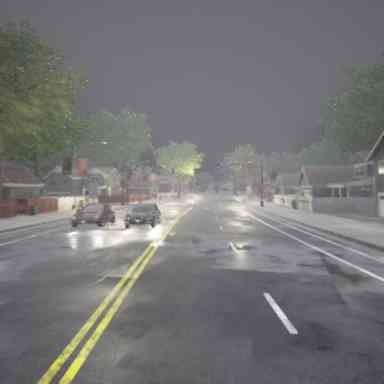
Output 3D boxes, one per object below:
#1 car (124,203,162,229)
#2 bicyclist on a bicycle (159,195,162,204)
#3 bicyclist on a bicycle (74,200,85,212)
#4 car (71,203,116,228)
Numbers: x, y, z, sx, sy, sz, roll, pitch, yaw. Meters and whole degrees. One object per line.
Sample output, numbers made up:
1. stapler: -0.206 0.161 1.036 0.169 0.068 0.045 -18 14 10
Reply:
1. car: -3.095 1.477 21.745 1.837 1.490 4.892 0 0 2
2. bicyclist on a bicycle: -5.829 1.294 60.862 0.582 1.620 1.656 0 1 6
3. bicyclist on a bicycle: -8.331 1.399 24.871 0.866 1.612 1.509 0 0 3
4. car: -6.341 1.495 21.942 1.812 1.442 4.674 0 0 2
